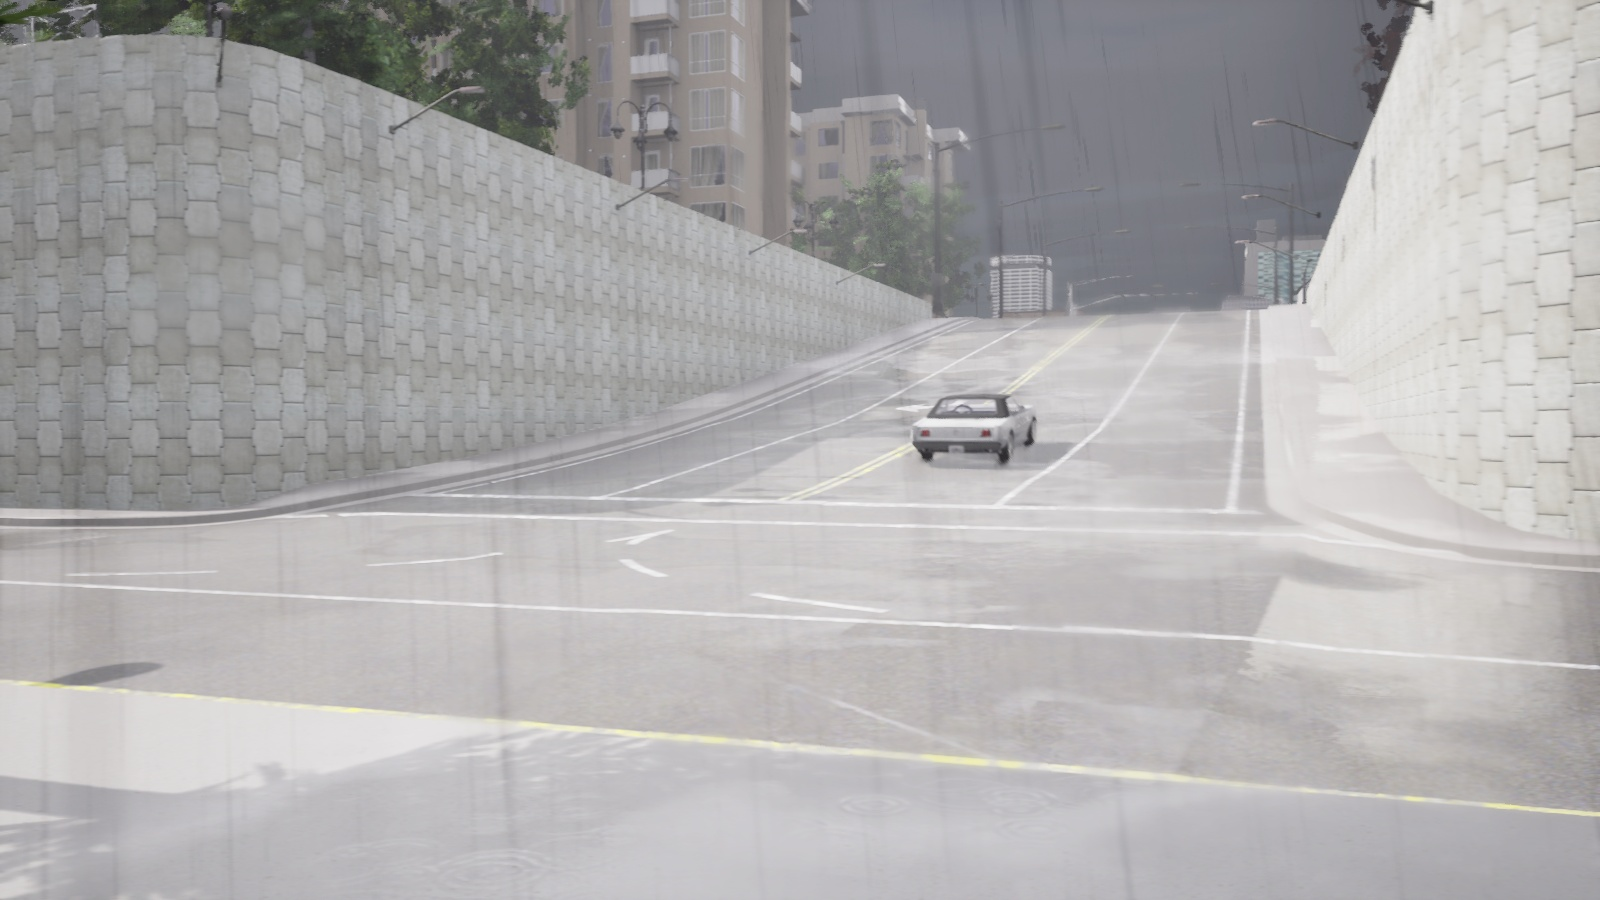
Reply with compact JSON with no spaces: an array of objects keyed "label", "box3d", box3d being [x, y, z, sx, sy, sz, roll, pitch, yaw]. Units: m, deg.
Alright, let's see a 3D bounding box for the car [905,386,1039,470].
[{"label":"car","box3d":[3.809,-0.553,27.049,1.895,1.301,4.718,1,7,20]}]
